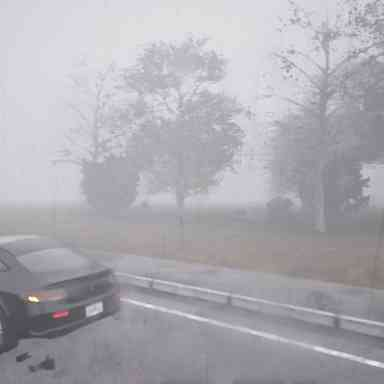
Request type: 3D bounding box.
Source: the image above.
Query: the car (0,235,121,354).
[{"bbox_3d":[-3.327,1.521,6.046,4.674,1.442,1.812,0,0,33],"label":"car"}]
